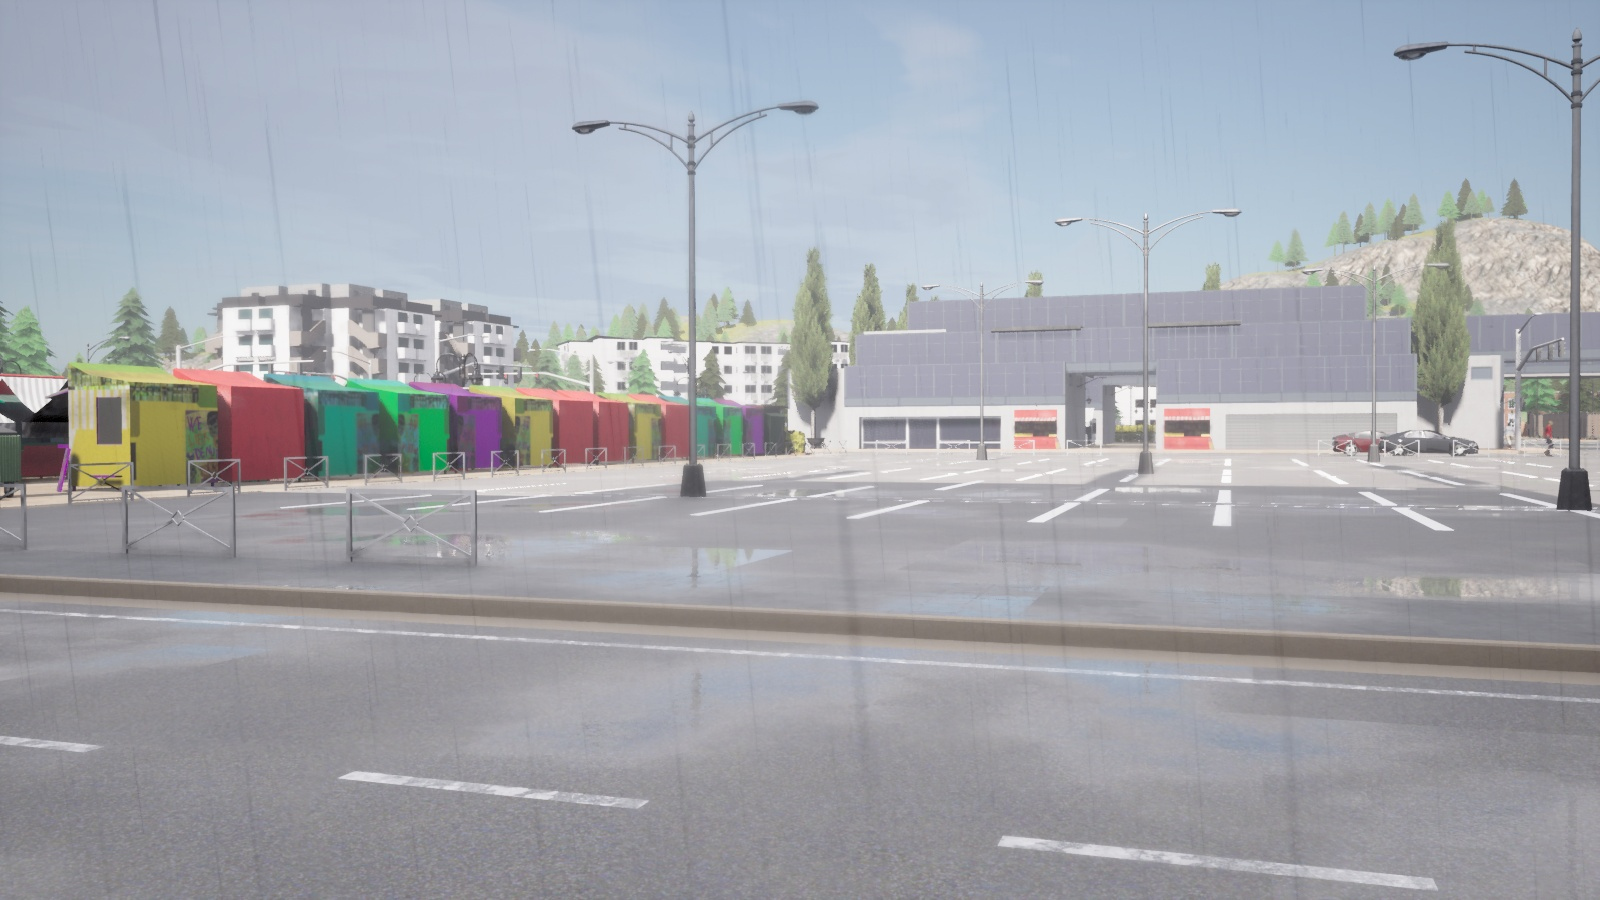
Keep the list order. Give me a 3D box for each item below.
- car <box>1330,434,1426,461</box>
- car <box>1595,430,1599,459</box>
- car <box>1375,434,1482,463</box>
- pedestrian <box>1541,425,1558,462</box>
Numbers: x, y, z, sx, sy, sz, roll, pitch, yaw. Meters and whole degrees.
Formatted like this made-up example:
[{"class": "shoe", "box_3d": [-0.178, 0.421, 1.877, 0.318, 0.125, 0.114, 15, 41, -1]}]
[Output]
[{"class": "car", "box_3d": [32.991, -0.145, 71.838, 4.792, 1.488, 2.163, 1, 1, 20]}, {"class": "car", "box_3d": [47.768, -0.287, 70.376, 5.027, 1.651, 2.152, 1, 1, 18]}, {"class": "car", "box_3d": [33.860, -0.120, 67.801, 4.902, 1.511, 2.128, 1, 1, 20]}, {"class": "pedestrian", "box_3d": [37.145, -0.317, 62.240, 0.636, 1.846, 0.331, 1, 1, 19]}]
